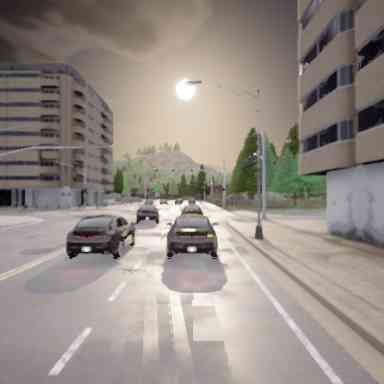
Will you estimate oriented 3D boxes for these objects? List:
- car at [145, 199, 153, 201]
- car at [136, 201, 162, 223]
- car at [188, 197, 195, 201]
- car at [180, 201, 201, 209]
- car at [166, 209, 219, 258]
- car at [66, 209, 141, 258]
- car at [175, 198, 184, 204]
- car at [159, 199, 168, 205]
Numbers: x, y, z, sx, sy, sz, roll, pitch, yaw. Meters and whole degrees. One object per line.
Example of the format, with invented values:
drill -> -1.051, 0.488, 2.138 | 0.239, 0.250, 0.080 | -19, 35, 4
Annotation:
car -> -10.524, 2.436, 82.029 | 2.128, 1.511, 4.902 | 0, -1, 0
car -> -3.841, 1.816, 28.408 | 1.837, 1.490, 4.892 | 0, 0, -8
car -> -0.026, 2.509, 89.060 | 1.812, 1.442, 4.674 | 0, -1, 0
car -> 0.015, 1.821, 28.468 | 1.837, 1.490, 4.892 | 0, 0, 1
car -> 0.013, 1.658, 13.483 | 1.837, 1.490, 4.892 | 0, 0, 0
car -> -3.487, 1.658, 13.462 | 1.837, 1.490, 4.892 | 0, 0, 0
car -> -3.526, 2.509, 88.797 | 2.128, 1.511, 4.902 | 0, -1, 0
car -> -7.024, 2.436, 82.028 | 1.812, 1.442, 4.674 | 0, -1, 0
